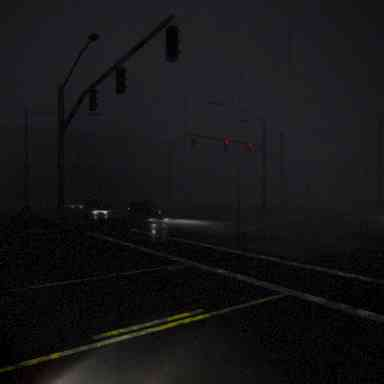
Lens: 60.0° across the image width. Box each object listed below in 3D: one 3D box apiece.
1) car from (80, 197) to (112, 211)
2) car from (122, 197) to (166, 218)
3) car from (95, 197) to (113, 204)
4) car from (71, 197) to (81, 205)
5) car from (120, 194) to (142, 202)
[{"bbox_3d":[-11.989,1.564,41.468,1.994,1.385,4.181,0,0,-35],"label":"car"},{"bbox_3d":[-4.218,1.491,30.614,2.128,1.511,4.902,0,0,-36],"label":"car"},{"bbox_3d":[-16.510,1.601,62.708,1.895,1.301,4.718,0,0,3],"label":"car"},{"bbox_3d":[-20.201,1.601,60.230,1.895,1.301,4.718,0,0,-1],"label":"car"},{"bbox_3d":[-13.682,1.524,72.536,1.812,1.442,4.674,0,0,30],"label":"car"}]
